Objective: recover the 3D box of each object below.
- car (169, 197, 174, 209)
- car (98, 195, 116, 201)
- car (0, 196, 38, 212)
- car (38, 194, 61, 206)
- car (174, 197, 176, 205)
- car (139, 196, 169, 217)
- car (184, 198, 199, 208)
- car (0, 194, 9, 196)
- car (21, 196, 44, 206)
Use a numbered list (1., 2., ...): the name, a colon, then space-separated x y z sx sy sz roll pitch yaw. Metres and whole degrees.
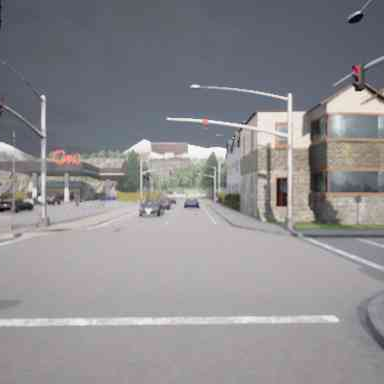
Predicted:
1. car: -3.723 1.306 40.838 2.097 1.767 4.553 0 0 0
2. car: -22.471 1.572 88.076 4.611 1.667 2.242 0 0 -1
3. car: -19.046 1.449 36.216 2.007 1.523 4.514 0 0 -1
4. car: -22.810 1.207 54.072 1.905 1.878 3.866 0 0 -1
5. car: -3.699 1.535 57.583 1.895 1.301 4.718 0 0 0
6. car: -3.676 1.457 30.872 2.128 1.511 4.902 0 0 1
7. car: -0.058 1.512 46.343 1.994 1.385 4.181 0 0 0
8. car: -26.048 1.237 46.184 1.932 1.855 4.605 0 0 -1
9. car: -26.138 1.491 54.663 1.970 1.475 3.806 0 0 -1
